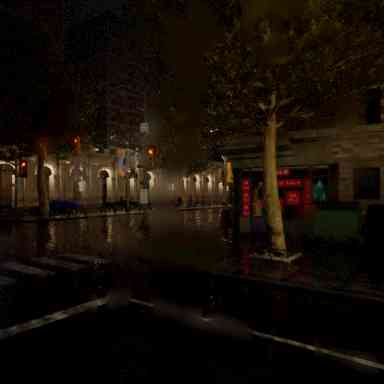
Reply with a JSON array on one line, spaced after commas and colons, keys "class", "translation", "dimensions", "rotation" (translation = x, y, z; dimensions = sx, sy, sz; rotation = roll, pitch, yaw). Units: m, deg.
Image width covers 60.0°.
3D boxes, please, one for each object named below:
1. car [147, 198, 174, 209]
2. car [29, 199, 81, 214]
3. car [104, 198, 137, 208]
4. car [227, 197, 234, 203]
[{"class": "car", "translation": [-4.364, 1.563, 44.721], "dimensions": [1.994, 1.385, 4.181], "rotation": [0, 0, 36]}, {"class": "car", "translation": [-13.265, 1.477, 32.382], "dimensions": [1.882, 1.535, 5.008], "rotation": [0, 0, 36]}, {"class": "car", "translation": [-10.252, 1.594, 47.928], "dimensions": [1.895, 1.301, 4.718], "rotation": [0, 0, 36]}, {"class": "car", "translation": [8.240, 1.564, 62.053], "dimensions": [1.994, 1.385, 4.181], "rotation": [0, 0, 36]}]
